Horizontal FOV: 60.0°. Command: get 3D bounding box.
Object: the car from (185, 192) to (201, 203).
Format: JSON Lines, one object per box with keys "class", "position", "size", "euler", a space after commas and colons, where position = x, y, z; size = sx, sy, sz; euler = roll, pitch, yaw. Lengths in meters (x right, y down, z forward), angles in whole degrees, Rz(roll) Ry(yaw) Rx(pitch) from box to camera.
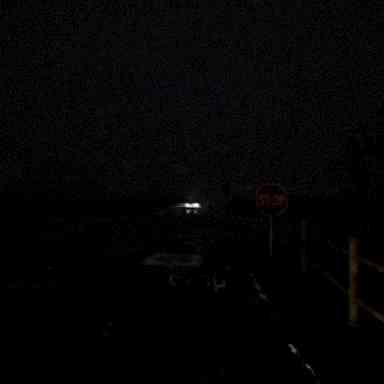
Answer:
{"class": "car", "position": [0.176, 0.830, 47.753], "size": [2.128, 1.511, 4.902], "euler": [0, 1, 7]}
